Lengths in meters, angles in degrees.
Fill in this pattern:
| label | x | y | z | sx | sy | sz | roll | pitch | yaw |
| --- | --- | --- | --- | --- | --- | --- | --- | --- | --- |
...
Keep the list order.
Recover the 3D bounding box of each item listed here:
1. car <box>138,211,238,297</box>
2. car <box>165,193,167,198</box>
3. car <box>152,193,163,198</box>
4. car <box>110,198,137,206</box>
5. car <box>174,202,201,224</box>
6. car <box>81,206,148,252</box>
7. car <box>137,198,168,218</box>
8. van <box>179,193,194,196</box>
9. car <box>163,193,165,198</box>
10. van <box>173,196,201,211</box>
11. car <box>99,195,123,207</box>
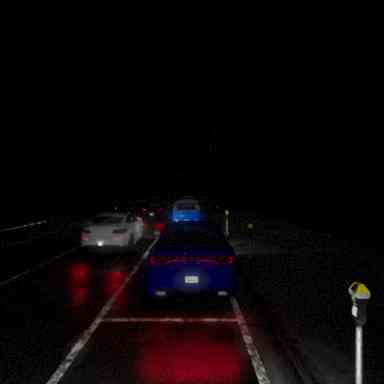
| label | x | y | z | sx | sy | sz | roll | pitch | yaw |
| --- | --- | --- | --- | --- | --- | --- | --- | --- | --- |
| car | -0.005 | 1.475 | 8.650 | 1.882 | 1.535 | 5.008 | 0 | 0 | 0 |
| car | -8.815 | 1.438 | 91.530 | 1.887 | 1.381 | 4.507 | 0 | 0 | 0 |
| car | -8.815 | 1.432 | 80.459 | 1.752 | 1.417 | 4.829 | 0 | 0 | 0 |
| car | -6.237 | 1.582 | 32.539 | 1.895 | 1.301 | 4.718 | 0 | 0 | 0 |
| car | -0.290 | 1.532 | 25.659 | 1.887 | 1.381 | 4.507 | 0 | 0 | 0 |
| car | -3.139 | 1.521 | 13.703 | 1.812 | 1.442 | 4.674 | 0 | 0 | 0 |
| car | -3.062 | 1.511 | 27.541 | 1.812 | 1.442 | 4.674 | 0 | 0 | 0 |
| van | -0.290 | 1.317 | 36.980 | 1.690 | 1.788 | 3.998 | 0 | 0 | 0 |
| car | -8.815 | 1.450 | 86.079 | 2.008 | 1.369 | 4.403 | 0 | 0 | 0 |
| van | -0.290 | 1.333 | 19.998 | 1.690 | 1.788 | 3.998 | 0 | 0 | 0 |
| car | -8.815 | 1.291 | 36.940 | 2.192 | 1.841 | 5.009 | 0 | 0 | 0 |
